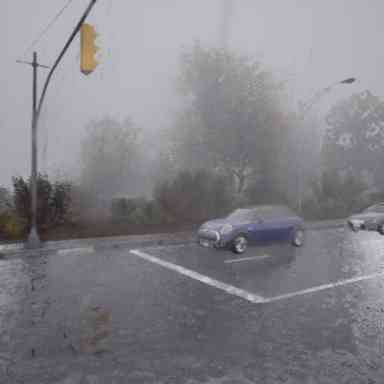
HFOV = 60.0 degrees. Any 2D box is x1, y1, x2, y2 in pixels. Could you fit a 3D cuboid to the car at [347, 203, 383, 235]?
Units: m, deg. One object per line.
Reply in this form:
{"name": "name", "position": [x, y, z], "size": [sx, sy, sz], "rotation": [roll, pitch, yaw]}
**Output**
{"name": "car", "position": [10.547, 1.378, 17.959], "size": [4.902, 1.511, 2.128], "rotation": [-1, 1, -26]}

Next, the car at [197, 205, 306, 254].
{"name": "car", "position": [2.460, 1.361, 13.565], "size": [4.553, 1.767, 2.097], "rotation": [0, 0, -30]}
